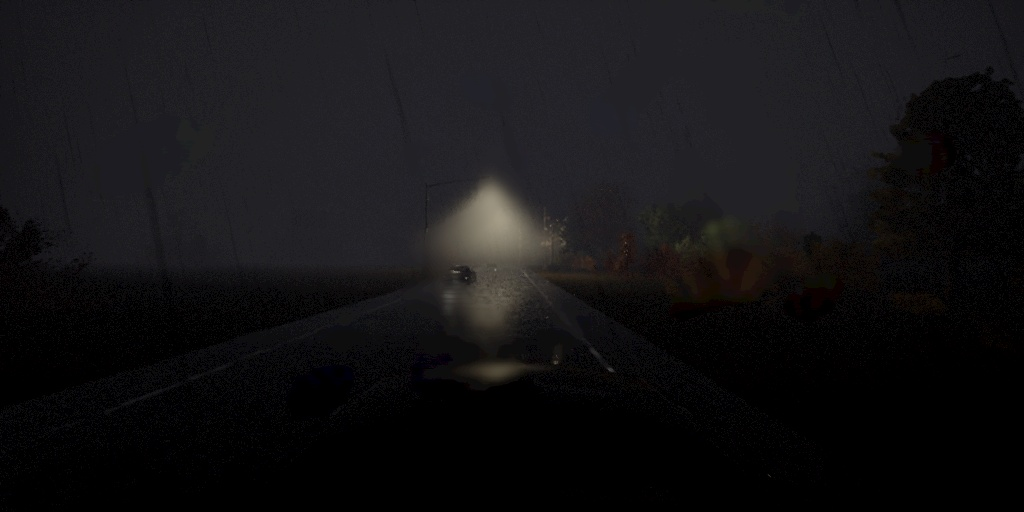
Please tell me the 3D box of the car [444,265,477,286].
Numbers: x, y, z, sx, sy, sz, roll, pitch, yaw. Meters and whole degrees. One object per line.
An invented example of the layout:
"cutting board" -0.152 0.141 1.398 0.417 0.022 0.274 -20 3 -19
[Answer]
"car" -3.693 1.406 26.586 2.033 1.411 5.357 0 0 0
